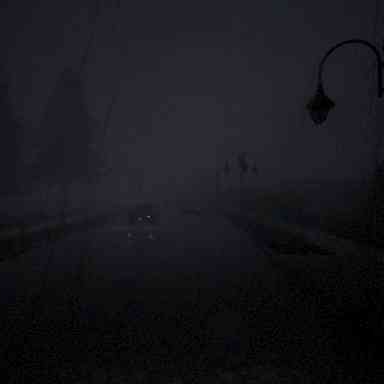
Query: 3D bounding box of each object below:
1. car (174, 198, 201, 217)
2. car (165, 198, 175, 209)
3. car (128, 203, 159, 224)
[{"bbox_3d":[-0.294,1.570,32.097,2.033,1.411,5.357,0,0,-6],"label":"car"},{"bbox_3d":[-2.546,1.558,46.946,1.812,1.442,4.674,0,0,-13],"label":"car"},{"bbox_3d":[-3.501,1.577,24.729,1.837,1.490,4.892,0,0,0],"label":"car"}]
